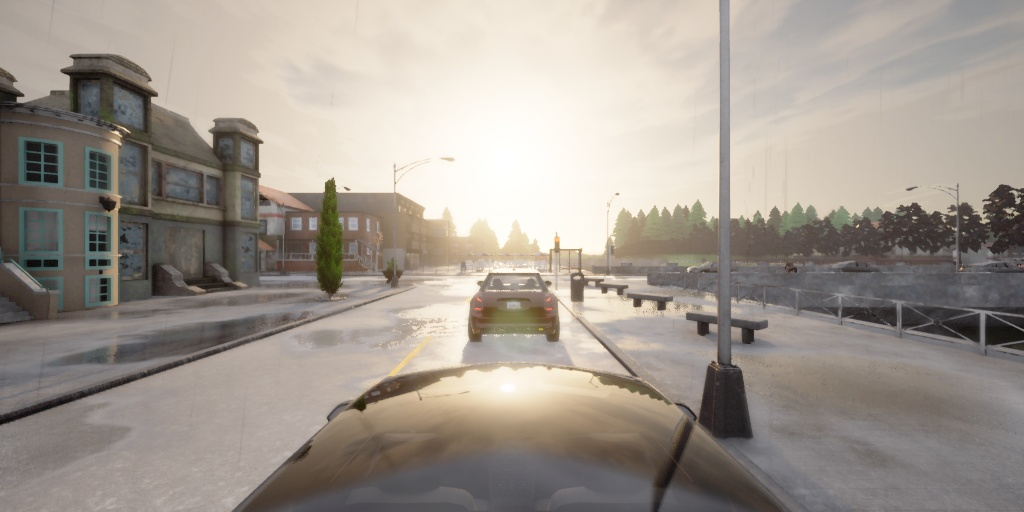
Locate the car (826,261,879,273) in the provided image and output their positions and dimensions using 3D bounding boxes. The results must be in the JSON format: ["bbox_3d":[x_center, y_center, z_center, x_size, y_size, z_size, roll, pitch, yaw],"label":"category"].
[{"bbox_3d":[31.848,1.255,34.030,4.892,1.490,1.837,0,0,0],"label":"car"}]

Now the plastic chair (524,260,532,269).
[{"bbox_3d":[2.396,1.279,49.228,0.730,1.272,0.750,0,0,0],"label":"plastic chair"}]

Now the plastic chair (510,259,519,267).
[{"bbox_3d":[0.321,1.279,56.835,0.730,1.272,0.750,0,0,0],"label":"plastic chair"}]

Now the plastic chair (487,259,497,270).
[{"bbox_3d":[-2.802,1.279,49.846,0.730,1.272,0.750,0,0,0],"label":"plastic chair"}]

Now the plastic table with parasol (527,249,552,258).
[{"bbox_3d":[3.736,0.675,49.194,2.482,2.480,2.482,0,0,0],"label":"plastic table with parasol"}]

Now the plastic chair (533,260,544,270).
[{"bbox_3d":[3.592,1.279,47.924,0.750,1.272,0.730,0,0,0],"label":"plastic chair"}]

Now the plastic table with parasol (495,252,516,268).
[{"bbox_3d":[-1.029,0.675,56.940,2.482,2.480,2.482,0,0,0],"label":"plastic table with parasol"}]

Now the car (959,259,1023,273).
[{"bbox_3d":[40.464,1.255,29.898,4.892,1.490,1.837,0,0,1],"label":"car"}]

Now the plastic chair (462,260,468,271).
[{"bbox_3d":[-6.880,1.279,55.391,0.750,1.272,0.730,0,0,0],"label":"plastic chair"}]

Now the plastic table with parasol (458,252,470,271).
[{"bbox_3d":[-6.950,0.675,56.569,2.482,2.480,2.482,0,0,0],"label":"plastic table with parasol"}]

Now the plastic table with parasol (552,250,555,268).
[{"bbox_3d":[5.174,0.675,57.819,2.482,2.480,2.482,0,0,0],"label":"plastic table with parasol"}]

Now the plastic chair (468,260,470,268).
[{"bbox_3d":[-5.401,1.279,50.054,0.730,1.272,0.750,0,0,0],"label":"plastic chair"}]

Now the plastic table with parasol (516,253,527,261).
[{"bbox_3d":[1.366,0.675,64.542,2.482,2.480,2.482,0,0,0],"label":"plastic table with parasol"}]

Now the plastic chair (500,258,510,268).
[{"bbox_3d":[-1.083,1.279,55.740,0.750,1.272,0.730,0,0,0],"label":"plastic chair"}]

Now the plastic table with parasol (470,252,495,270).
[{"bbox_3d":[-4.082,0.675,49.970,2.482,2.480,2.482,0,0,0],"label":"plastic table with parasol"}]

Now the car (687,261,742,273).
[{"bbox_3d":[19.235,1.241,34.077,4.902,1.511,2.128,0,0,0],"label":"car"}]

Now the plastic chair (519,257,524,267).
[{"bbox_3d":[1.246,1.279,63.364,0.750,1.272,0.730,0,0,0],"label":"plastic chair"}]

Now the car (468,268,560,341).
[{"bbox_3d":[0.065,1.102,9.995,2.097,1.767,4.553,0,0,1],"label":"car"}]

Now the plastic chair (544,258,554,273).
[{"bbox_3d":[4.995,1.279,49.020,0.730,1.272,0.750,0,0,0],"label":"plastic chair"}]

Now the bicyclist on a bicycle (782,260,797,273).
[{"bbox_3d":[19.889,1.099,25.676,0.582,1.620,1.656,0,0,0],"label":"bicyclist on a bicycle"}]

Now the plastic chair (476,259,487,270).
[{"bbox_3d":[-4.206,1.279,48.750,0.750,1.272,0.730,0,0,0],"label":"plastic chair"}]
